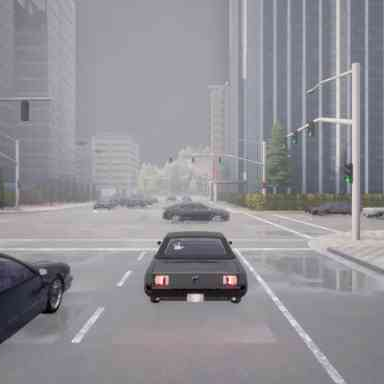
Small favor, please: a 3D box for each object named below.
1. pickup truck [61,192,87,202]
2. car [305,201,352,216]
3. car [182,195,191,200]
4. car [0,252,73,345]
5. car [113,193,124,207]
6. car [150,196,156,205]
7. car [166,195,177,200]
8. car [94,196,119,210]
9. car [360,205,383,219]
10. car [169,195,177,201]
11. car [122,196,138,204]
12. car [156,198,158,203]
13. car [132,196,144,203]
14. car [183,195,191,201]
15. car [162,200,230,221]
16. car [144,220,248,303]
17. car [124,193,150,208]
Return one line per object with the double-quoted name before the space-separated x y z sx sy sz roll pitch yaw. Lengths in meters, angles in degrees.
"pickup truck" -24.753 1.059 69.215 2.390 2.098 6.274 0 0 30
"car" 13.590 1.547 31.559 5.357 1.411 2.033 0 0 -3
"car" -1.212 1.553 74.999 1.994 1.385 4.181 0 0 -1
"car" -3.435 1.547 4.558 2.033 1.411 5.357 0 0 0
"car" -11.467 1.221 52.655 2.150 2.045 5.566 0 0 -1
"car" -8.039 1.352 57.918 2.097 1.767 4.553 0 0 -1
"car" -4.702 1.500 74.538 1.837 1.490 4.892 0 0 -1
"car" -11.332 1.564 43.322 1.994 1.385 4.181 0 0 -1
"car" 16.945 1.601 28.051 4.718 1.301 1.895 0 0 0
"car" -4.867 1.524 84.706 1.812 1.442 4.674 0 0 -1
"car" -11.585 1.491 62.603 2.128 1.511 4.902 0 0 -1
"car" -8.113 1.564 67.965 1.994 1.385 4.181 0 0 0
"car" -11.682 1.546 72.583 1.994 1.385 4.181 0 0 -1
"car" -1.367 1.540 84.774 2.033 1.411 5.357 0 0 -1
"car" 0.286 1.505 24.205 4.892 1.490 1.837 0 0 -1
"car" 0.069 1.601 8.153 1.895 1.301 4.718 0 0 0
"car" -7.911 1.221 48.169 2.150 2.045 5.566 0 0 -1
